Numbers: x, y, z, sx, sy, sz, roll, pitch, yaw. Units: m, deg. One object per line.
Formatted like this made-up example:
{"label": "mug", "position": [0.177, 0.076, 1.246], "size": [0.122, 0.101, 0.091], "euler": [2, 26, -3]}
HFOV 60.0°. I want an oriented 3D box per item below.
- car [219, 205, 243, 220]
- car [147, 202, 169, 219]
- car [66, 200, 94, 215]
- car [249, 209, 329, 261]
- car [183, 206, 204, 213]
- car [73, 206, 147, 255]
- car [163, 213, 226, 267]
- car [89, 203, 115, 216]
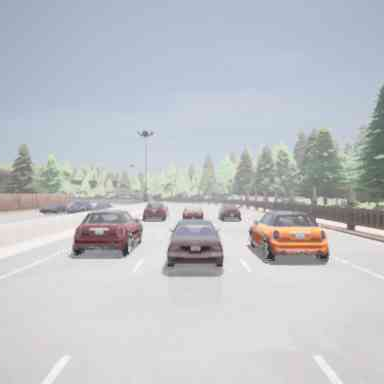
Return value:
{"label": "car", "position": [3.601, 1.931, 32.055], "size": [1.812, 1.442, 4.674], "euler": [0, -1, 0]}
{"label": "car", "position": [-3.400, 1.754, 31.844], "size": [2.097, 1.767, 4.553], "euler": [0, -1, 0]}
{"label": "car", "position": [-14.087, 1.882, 42.161], "size": [2.097, 1.767, 4.553], "euler": [0, -1, 0]}
{"label": "car", "position": [3.601, 1.520, 13.195], "size": [2.097, 1.767, 4.553], "euler": [0, -1, 0]}
{"label": "car", "position": [0.100, 1.992, 30.971], "size": [1.895, 1.301, 4.718], "euler": [0, -1, 0]}
{"label": "car", "position": [-3.399, 1.533, 14.307], "size": [2.097, 1.767, 4.553], "euler": [0, -1, 0]}
{"label": "car", "position": [0.101, 1.701, 12.039], "size": [2.033, 1.411, 5.357], "euler": [0, -1, 0]}
{"label": "car", "position": [-10.592, 2.021, 39.311], "size": [1.812, 1.442, 4.674], "euler": [0, -1, 0]}
